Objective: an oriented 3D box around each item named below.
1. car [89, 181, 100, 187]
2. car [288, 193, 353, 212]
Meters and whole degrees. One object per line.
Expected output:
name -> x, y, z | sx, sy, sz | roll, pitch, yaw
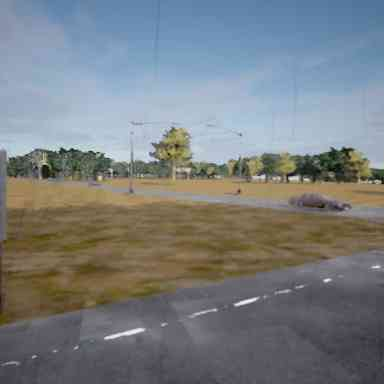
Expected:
car -> -25.888, -2.171, 88.067 | 1.837, 1.490, 4.892 | 0, 2, -34
car -> 10.787, 0.807, 28.481 | 2.033, 1.411, 5.357 | 0, 2, -34
